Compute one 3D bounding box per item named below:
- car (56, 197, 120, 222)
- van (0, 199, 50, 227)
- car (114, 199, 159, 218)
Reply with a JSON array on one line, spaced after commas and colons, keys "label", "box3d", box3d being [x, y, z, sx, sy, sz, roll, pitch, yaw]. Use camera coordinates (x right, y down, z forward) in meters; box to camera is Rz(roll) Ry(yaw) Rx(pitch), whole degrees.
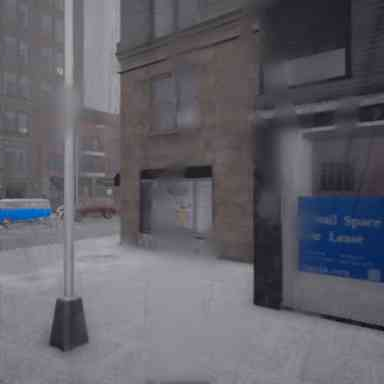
[{"label": "car", "box3d": [-8.550, 1.356, 27.350, 2.192, 1.841, 5.009, 0, 0, 36]}, {"label": "van", "box3d": [-11.829, 1.378, 22.815, 1.690, 1.788, 3.998, 0, 0, 36]}, {"label": "car", "box3d": [-5.270, 1.486, 31.883, 1.967, 1.590, 4.097, 0, 0, 36]}]
